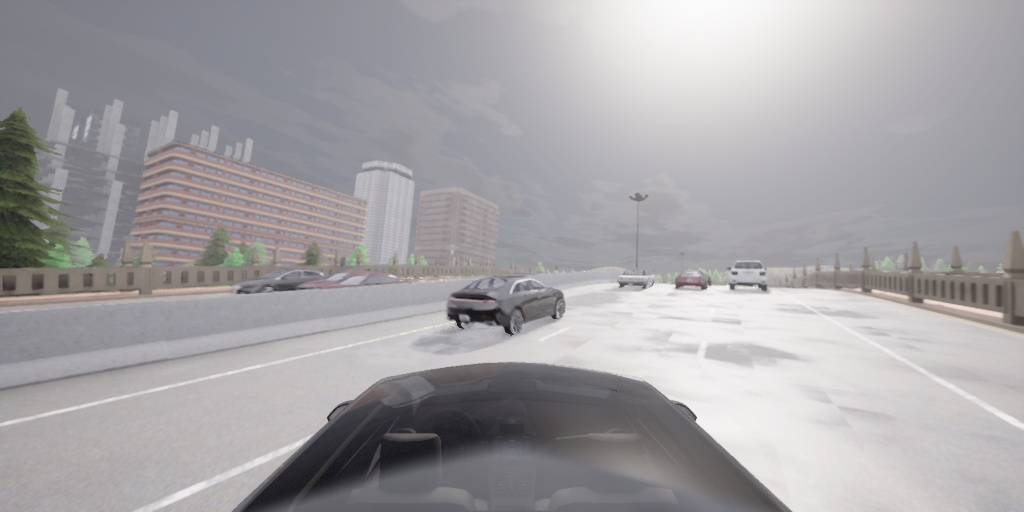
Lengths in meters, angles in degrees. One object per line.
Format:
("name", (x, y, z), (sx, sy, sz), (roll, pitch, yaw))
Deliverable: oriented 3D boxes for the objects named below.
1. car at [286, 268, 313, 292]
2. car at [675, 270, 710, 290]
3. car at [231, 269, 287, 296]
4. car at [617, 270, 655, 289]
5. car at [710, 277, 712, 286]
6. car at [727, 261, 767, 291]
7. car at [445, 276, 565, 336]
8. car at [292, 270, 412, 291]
("car", (-8.263, 1.453, 17.997), (1.812, 1.442, 4.674), (0, -1, 31))
("car", (13.310, 1.697, 26.558), (1.994, 1.385, 4.181), (0, -2, 30))
("car", (-11.769, 1.422, 18.947), (2.128, 1.511, 4.902), (0, -1, 31))
("car", (9.352, 1.696, 26.752), (1.895, 1.301, 4.718), (0, -1, 31))
("car", (19.374, 2.407, 36.807), (1.895, 1.301, 4.718), (0, -5, 31))
("car", (17.097, 1.399, 26.105), (2.150, 2.045, 5.566), (0, -2, 31))
("car", (0.050, 1.354, 11.037), (2.128, 1.511, 4.902), (0, -1, 31))
("car", (-6.079, 1.420, 14.816), (1.812, 1.442, 4.674), (0, -1, 31))
